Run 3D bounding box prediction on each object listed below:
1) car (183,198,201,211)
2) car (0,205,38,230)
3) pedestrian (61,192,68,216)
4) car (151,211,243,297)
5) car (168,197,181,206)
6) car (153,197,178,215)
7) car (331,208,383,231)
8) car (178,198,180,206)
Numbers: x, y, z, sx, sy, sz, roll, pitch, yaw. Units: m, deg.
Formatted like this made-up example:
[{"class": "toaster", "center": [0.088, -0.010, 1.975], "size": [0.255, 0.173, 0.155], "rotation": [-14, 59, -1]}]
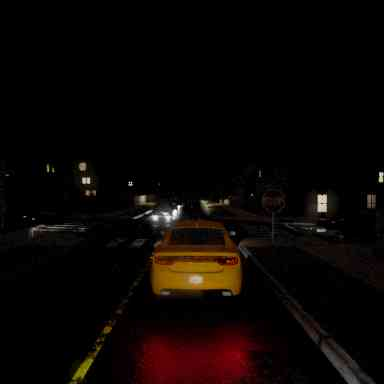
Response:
[{"class": "car", "center": [0.028, 1.467, 38.585], "size": [1.882, 1.535, 5.008], "rotation": [0, 0, 1]}, {"class": "car", "center": [-11.345, 1.382, 19.503], "size": [4.181, 1.385, 1.994], "rotation": [1, 1, -3]}, {"class": "pedestrian", "center": [-9.695, 0.862, 25.144], "size": [0.375, 1.860, 0.375], "rotation": [0, 0, 1]}, {"class": "car", "center": [0.148, 1.475, 8.634], "size": [1.882, 1.535, 5.008], "rotation": [0, 0, 2]}, {"class": "car", "center": [-2.864, 1.505, 54.813], "size": [1.812, 1.442, 4.674], "rotation": [0, 0, 0]}, {"class": "car", "center": [-2.873, 1.539, 34.430], "size": [2.033, 1.411, 5.357], "rotation": [0, 0, 0]}, {"class": "car", "center": [11.659, 1.762, 21.893], "size": [4.674, 1.442, 1.812], "rotation": [1, 1, 0]}, {"class": "car", "center": [-2.866, 1.478, 44.415], "size": [2.128, 1.511, 4.902], "rotation": [0, 0, 0]}]
